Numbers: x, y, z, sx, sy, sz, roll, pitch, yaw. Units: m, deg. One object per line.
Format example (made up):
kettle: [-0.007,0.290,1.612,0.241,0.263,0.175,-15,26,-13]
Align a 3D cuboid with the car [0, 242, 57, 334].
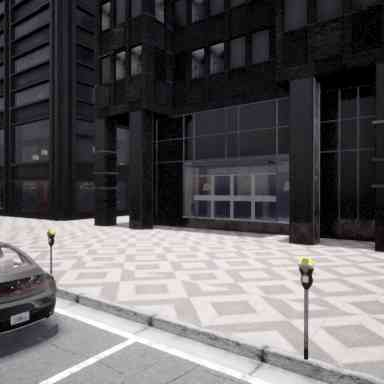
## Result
car: [-4.204,1.551,5.979,4.403,1.369,2.008,0,0,36]
